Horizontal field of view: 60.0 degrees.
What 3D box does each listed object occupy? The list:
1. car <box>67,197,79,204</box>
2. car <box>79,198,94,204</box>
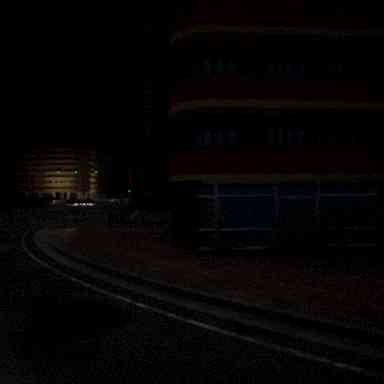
[{"bbox_3d":[-28.988,2.050,81.280,2.097,1.767,4.553,0,0,-5],"label":"car"},{"bbox_3d":[-25.498,2.192,81.567,1.812,1.442,4.674,0,0,-5],"label":"car"}]
